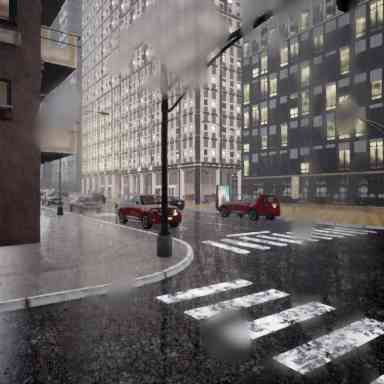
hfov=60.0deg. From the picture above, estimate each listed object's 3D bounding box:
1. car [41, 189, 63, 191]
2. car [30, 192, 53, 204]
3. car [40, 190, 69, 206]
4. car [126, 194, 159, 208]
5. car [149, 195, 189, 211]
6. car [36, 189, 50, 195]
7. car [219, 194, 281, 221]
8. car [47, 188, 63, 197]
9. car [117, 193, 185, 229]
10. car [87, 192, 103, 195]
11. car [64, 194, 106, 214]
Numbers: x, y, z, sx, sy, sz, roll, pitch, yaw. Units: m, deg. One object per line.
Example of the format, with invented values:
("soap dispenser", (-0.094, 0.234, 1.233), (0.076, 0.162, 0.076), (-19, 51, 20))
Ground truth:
("car", (-25.613, 0.376, 60.733), (1.994, 1.385, 4.181), (0, 1, -36))
("car", (-18.923, 0.752, 41.707), (1.802, 1.307, 4.206), (2, 0, -36))
("car", (-15.661, 0.827, 37.222), (2.008, 1.369, 4.403), (2, 0, -36))
("car", (-5.661, 0.965, 37.716), (1.947, 1.339, 4.313), (1, 0, -36))
("car", (-2.398, 1.070, 33.229), (1.947, 1.339, 4.313), (1, 0, -36))
("car", (-35.016, -0.011, 78.097), (1.887, 1.381, 4.507), (1, 0, -36))
("car", (4.131, 1.027, 24.255), (2.192, 1.841, 5.009), (1, 0, -36))
("car", (-28.489, 0.099, 69.123), (1.967, 1.590, 4.097), (1, 0, -36))
("car", (-2.610, 1.008, 19.278), (2.192, 1.841, 5.009), (2, 0, -36))
("car", (-12.744, 0.738, 43.031), (1.837, 1.490, 4.892), (0, 1, -36))
("car", (-9.140, 1.067, 28.250), (1.802, 1.307, 4.206), (2, 0, -36))
